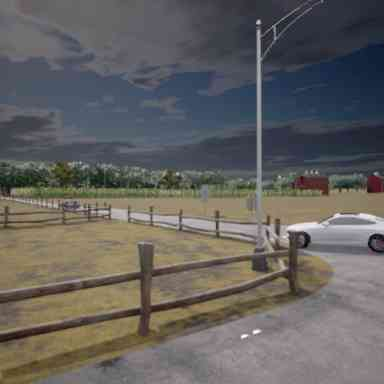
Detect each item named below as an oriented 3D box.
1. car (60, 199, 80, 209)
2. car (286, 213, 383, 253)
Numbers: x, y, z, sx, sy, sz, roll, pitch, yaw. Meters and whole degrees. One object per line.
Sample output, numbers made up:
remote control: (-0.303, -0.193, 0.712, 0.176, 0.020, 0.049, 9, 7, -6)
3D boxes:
car: (-18.480, 1.778, 50.127, 2.033, 1.411, 5.357, -1, 1, -35)
car: (6.381, 1.629, 14.075, 4.674, 1.442, 1.812, -1, 0, 26)
